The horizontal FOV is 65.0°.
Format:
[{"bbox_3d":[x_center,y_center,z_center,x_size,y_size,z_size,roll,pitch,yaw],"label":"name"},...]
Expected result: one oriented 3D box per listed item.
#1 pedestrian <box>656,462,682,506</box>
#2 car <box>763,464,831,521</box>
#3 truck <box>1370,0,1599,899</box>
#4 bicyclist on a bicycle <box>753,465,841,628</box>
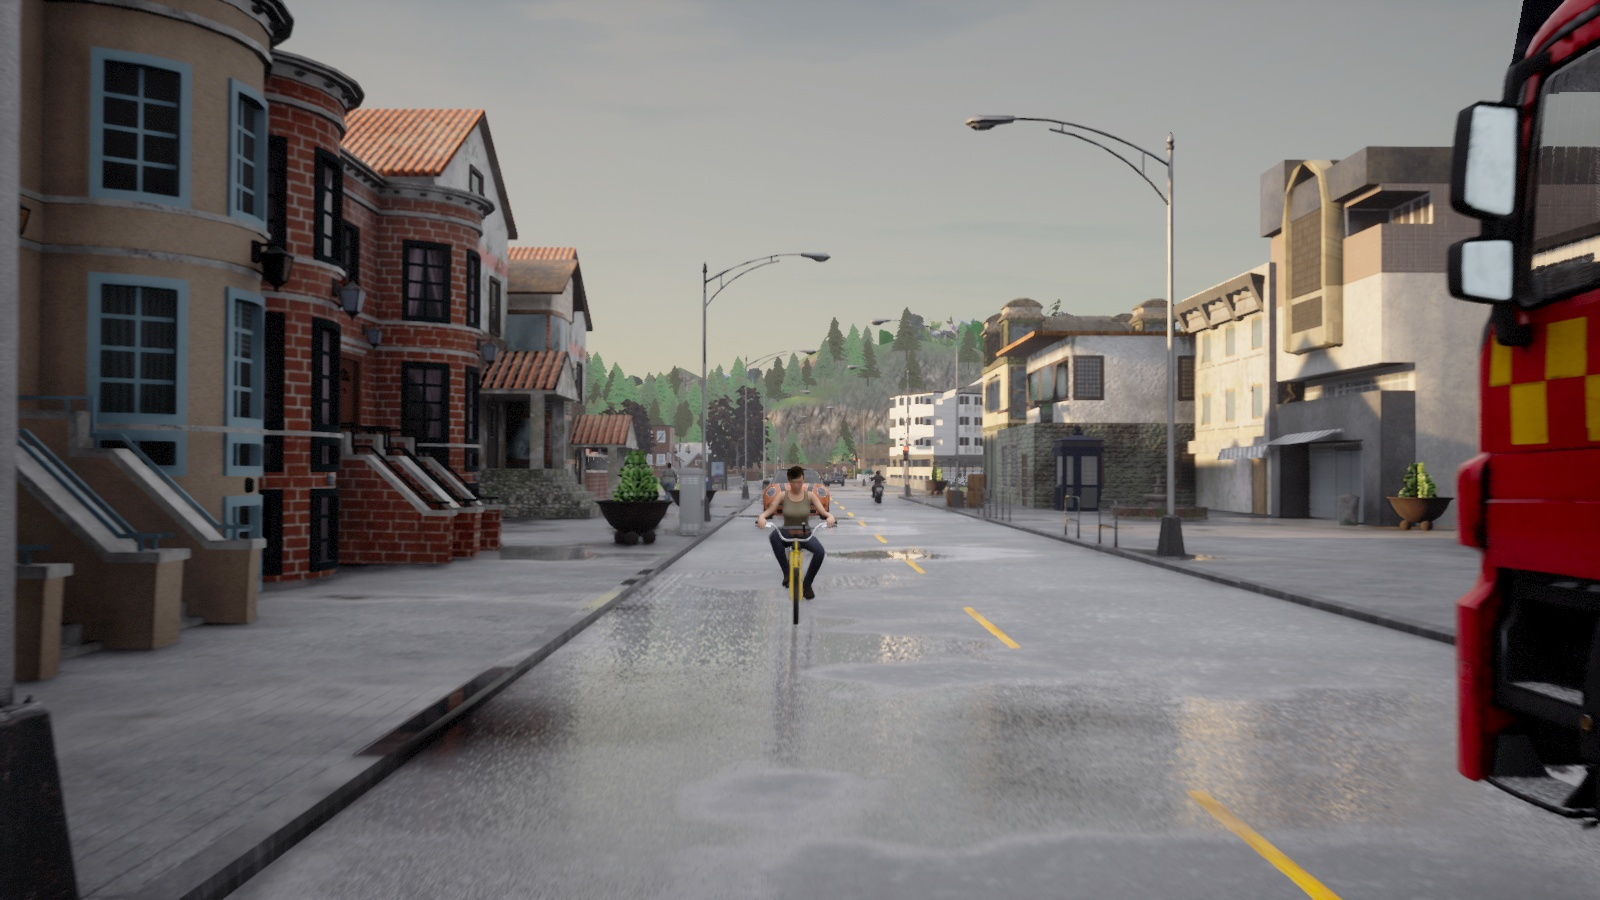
[{"bbox_3d":[-5.592,1.443,53.521,0.874,1.855,0.900,0,-1,9],"label":"pedestrian"},{"bbox_3d":[-0.102,1.364,41.242,2.097,1.767,4.553,0,-1,0],"label":"car"},{"bbox_3d":[3.992,-0.344,1.309,2.891,3.827,8.468,0,-1,0],"label":"truck"},{"bbox_3d":[-0.033,0.973,13.224,0.866,1.612,1.509,0,-1,0],"label":"bicyclist on a bicycle"}]
